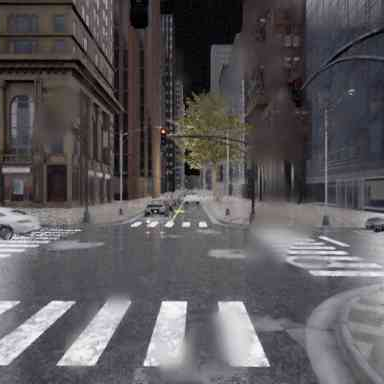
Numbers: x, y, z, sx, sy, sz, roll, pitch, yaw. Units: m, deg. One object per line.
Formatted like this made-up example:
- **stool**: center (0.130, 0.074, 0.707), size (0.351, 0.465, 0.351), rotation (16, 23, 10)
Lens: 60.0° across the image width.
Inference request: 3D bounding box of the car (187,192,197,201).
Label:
- **car**: center (-0.024, 0.914, 70.824), size (2.097, 1.767, 4.553), rotation (0, 1, 0)

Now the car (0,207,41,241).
- **car**: center (-9.639, 1.445, 15.750), size (4.674, 1.442, 1.812), rotation (1, 0, 0)

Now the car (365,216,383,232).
- **car**: center (11.915, 1.626, 18.310), size (4.403, 1.369, 2.008), rotation (0, 0, 0)

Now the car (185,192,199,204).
- **car**: center (0.062, 0.938, 56.037), size (2.150, 2.045, 5.566), rotation (0, 1, 0)

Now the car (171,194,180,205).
- **car**: center (-3.130, 1.377, 49.389), size (1.895, 1.301, 4.718), rotation (0, 0, 0)

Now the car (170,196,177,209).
- **car**: center (-3.126, 1.457, 39.052), size (1.895, 1.301, 4.718), rotation (0, 0, 0)

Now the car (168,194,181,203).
- **car**: center (-3.092, 1.172, 59.785), size (2.128, 1.511, 4.902), rotation (0, 1, 1)

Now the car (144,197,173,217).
- **car**: center (-3.120, 1.480, 30.260), size (1.994, 1.385, 4.181), rotation (0, 0, 0)
